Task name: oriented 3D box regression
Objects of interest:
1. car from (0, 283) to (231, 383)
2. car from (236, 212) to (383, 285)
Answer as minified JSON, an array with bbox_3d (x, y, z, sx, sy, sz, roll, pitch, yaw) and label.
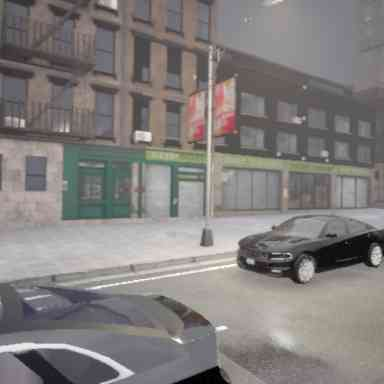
[{"bbox_3d":[-2.001,1.461,1.878,4.902,1.511,2.128,0,1,-33],"label":"car"},{"bbox_3d":[3.496,1.377,9.367,5.008,1.535,1.882,-1,1,-33],"label":"car"}]
